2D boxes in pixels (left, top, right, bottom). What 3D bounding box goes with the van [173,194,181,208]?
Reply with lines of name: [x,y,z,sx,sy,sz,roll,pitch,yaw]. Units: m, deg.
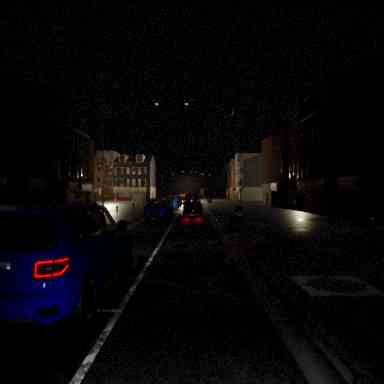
van: [-2.647,1.350,41.527,1.690,1.788,3.998,0,0,0]

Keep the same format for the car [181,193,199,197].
car: [0.041,1.231,43.419,2.150,2.045,5.566,0,0,1]

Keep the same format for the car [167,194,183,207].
car: [-2.649,1.332,52.395,2.192,1.841,5.009,0,0,0]

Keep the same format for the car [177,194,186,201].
car: [-2.652,1.372,84.238,2.192,1.841,5.009,0,0,0]

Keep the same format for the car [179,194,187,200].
car: [-2.653,1.392,95.092,2.192,1.841,5.009,0,0,0]

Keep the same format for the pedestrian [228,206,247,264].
pedestrian: [1.417,1.293,10.359,0.375,1.860,0.375,0,0,0]

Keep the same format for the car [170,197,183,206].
car: [-2.648,1.567,57.828,1.887,1.381,4.507,0,0,0]

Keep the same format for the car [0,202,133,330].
car: [-2.752,1.224,7.109,2.150,2.045,5.566,0,0,0]

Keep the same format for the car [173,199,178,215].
car: [-2.645,1.569,30.659,1.947,1.339,4.313,0,0,0]

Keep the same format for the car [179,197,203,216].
car: [0.081,1.494,32.591,2.128,1.511,4.902,0,0,0]

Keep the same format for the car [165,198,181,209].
car: [-2.647,1.557,46.961,1.887,1.381,4.507,0,0,0]

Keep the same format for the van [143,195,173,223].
van: [-2.646,1.342,25.225,1.690,1.788,3.998,0,0,0]
